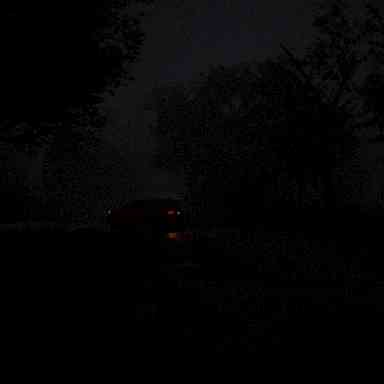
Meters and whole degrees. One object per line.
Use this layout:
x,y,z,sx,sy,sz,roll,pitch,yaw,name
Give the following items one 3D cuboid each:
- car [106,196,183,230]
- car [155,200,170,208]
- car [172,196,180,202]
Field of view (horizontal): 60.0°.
-3.360,1.536,23.450,5.566,2.045,2.150,-1,-2,24,car
-5.746,2.344,65.975,2.033,1.411,5.357,-2,-1,6,car
-4.489,1.889,94.248,2.128,1.511,4.902,-1,2,-1,car
